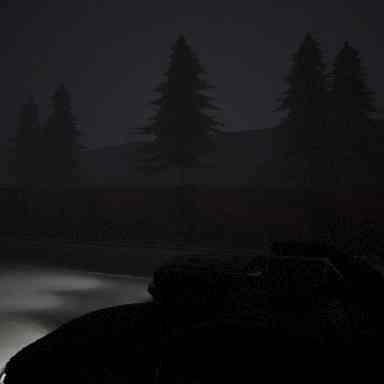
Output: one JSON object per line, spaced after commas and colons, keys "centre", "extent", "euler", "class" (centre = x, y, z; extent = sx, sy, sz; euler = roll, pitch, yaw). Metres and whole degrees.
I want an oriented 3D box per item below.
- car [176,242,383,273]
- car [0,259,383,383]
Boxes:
{"centre": [1.638, 1.601, 6.086], "extent": [4.718, 1.301, 1.895], "euler": [0, 0, 17], "class": "car"}
{"centre": [0.373, 1.564, 2.884], "extent": [4.181, 1.385, 1.994], "euler": [0, 0, 17], "class": "car"}
